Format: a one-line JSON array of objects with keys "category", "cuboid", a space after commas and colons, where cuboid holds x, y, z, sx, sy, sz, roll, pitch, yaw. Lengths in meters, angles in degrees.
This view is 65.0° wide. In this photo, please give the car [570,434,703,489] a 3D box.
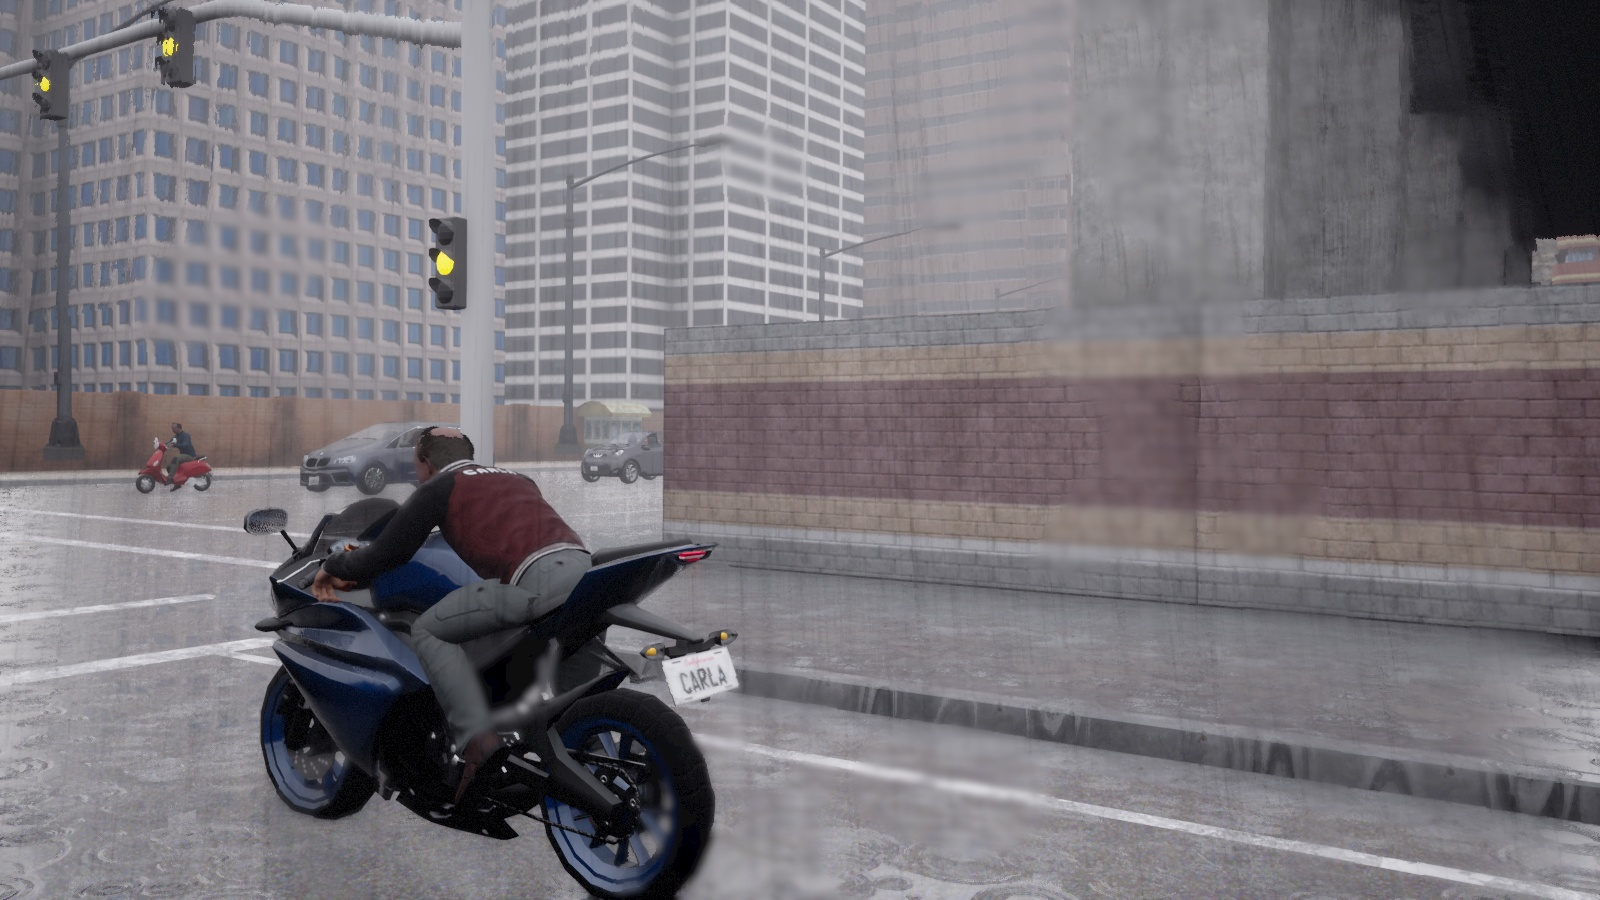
[{"category": "car", "cuboid": [-4.681, 0.292, 36.289, 1.845, 1.501, 3.633, 0, 1, 34]}]

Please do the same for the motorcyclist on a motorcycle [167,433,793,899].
[{"category": "motorcyclist on a motorcycle", "cuboid": [-1.183, 0.717, 4.409, 2.191, 1.530, 0.866, 0, 1, 34]}]

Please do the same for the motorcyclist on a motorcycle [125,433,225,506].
[{"category": "motorcyclist on a motorcycle", "cuboid": [-14.162, 0.424, 28.516, 0.866, 1.590, 1.817, 0, 1, 34]}]

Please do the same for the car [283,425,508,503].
[{"category": "car", "cuboid": [-9.350, 0.259, 29.396, 2.242, 1.667, 4.611, 0, 1, 34]}]
